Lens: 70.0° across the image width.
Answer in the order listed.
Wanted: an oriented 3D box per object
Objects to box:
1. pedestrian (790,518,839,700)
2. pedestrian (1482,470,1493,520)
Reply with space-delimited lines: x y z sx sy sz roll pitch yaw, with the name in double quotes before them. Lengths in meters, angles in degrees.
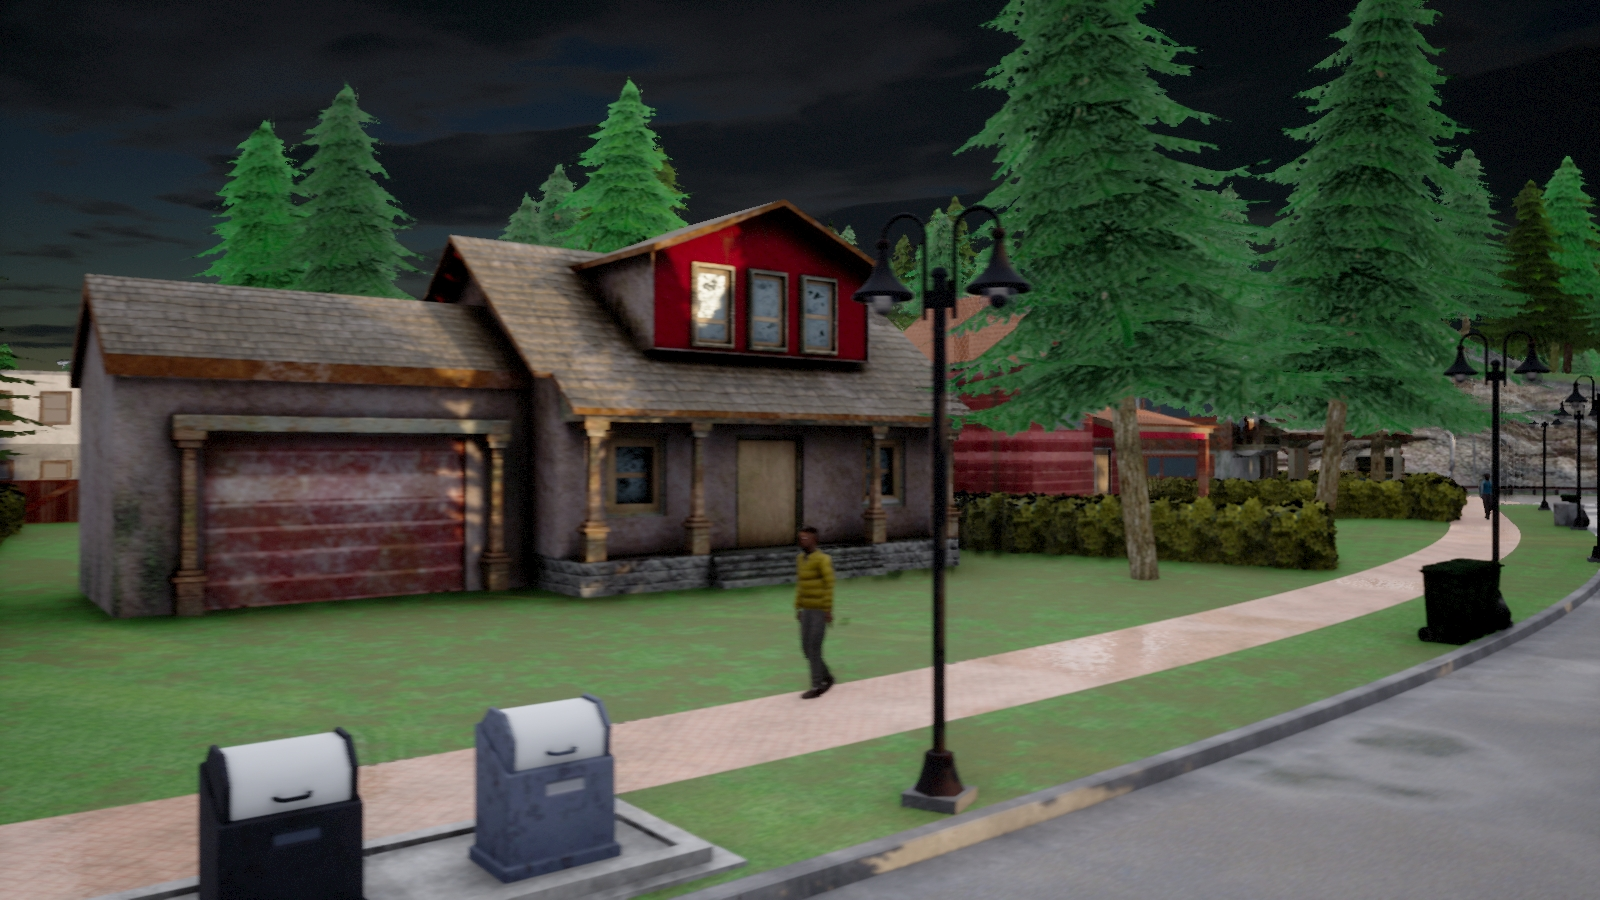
"pedestrian" 0.154 1.667 12.116 0.375 1.860 0.375 0 0 -36
"pedestrian" 25.931 1.688 43.093 0.375 1.860 0.375 0 0 30
